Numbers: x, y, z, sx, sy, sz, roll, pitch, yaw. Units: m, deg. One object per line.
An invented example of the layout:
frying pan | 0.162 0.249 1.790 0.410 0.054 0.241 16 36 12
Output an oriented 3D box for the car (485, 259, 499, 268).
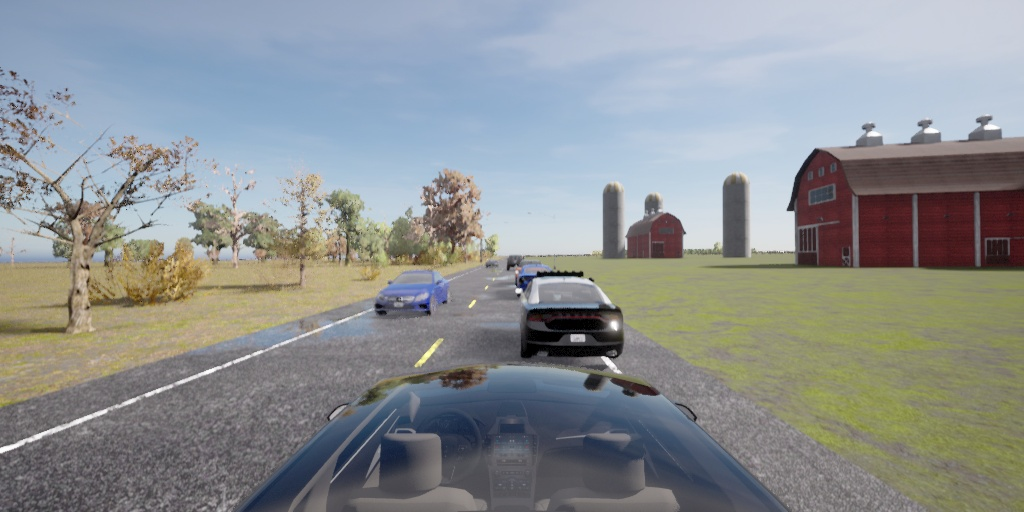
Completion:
car | -3.103 1.181 56.170 1.994 1.385 4.181 0 0 1

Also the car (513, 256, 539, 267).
car | 1.255 1.051 24.416 2.097 1.767 4.553 0 0 0

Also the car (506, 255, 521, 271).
car | 0.431 0.863 47.358 2.150 2.045 5.566 0 0 1

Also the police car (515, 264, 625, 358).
police car | 1.119 1.161 8.556 1.930 1.638 5.238 0 0 0

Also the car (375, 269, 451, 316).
car | -3.488 1.251 13.406 1.812 1.442 4.674 0 0 1

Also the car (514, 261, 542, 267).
car | 1.204 1.192 18.446 1.882 1.535 5.008 0 0 0
